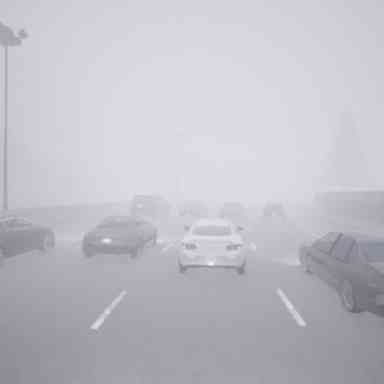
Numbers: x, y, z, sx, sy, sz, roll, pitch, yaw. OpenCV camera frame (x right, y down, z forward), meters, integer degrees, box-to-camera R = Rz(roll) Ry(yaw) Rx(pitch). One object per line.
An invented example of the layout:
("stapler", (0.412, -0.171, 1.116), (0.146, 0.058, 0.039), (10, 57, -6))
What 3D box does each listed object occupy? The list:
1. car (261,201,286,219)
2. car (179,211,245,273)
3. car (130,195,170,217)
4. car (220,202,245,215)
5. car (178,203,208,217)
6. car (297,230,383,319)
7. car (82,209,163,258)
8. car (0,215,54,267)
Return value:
("car", (7.337, 1.584, 29.879), (1.837, 1.490, 4.892), (0, 0, 13))
("car", (0.666, 1.546, 10.642), (1.812, 1.442, 4.674), (0, 0, 5))
("car", (-3.588, 1.257, 29.297), (2.150, 2.045, 5.566), (0, 0, 12))
("car", (3.623, 1.611, 29.579), (2.033, 1.411, 5.357), (0, 0, 13))
("car", (0.228, 1.653, 30.319), (1.895, 1.301, 4.718), (0, 0, 13))
("car", (3.904, 1.575, 7.554), (2.033, 1.411, 5.357), (0, 0, 4))
("car", (-2.614, 1.576, 12.944), (1.994, 1.385, 4.181), (0, 0, 6))
("car", (-6.328, 1.485, 10.898), (2.128, 1.511, 4.902), (0, 0, 4))
